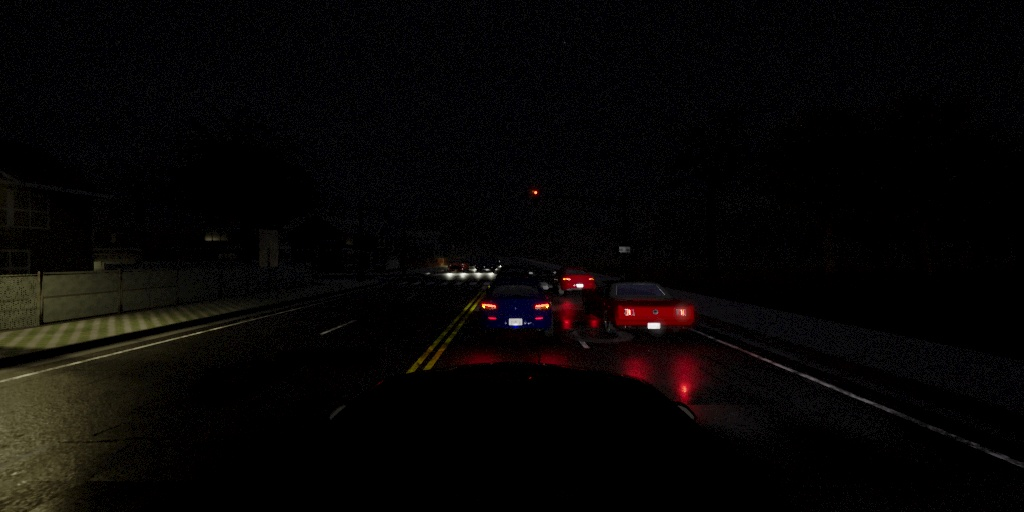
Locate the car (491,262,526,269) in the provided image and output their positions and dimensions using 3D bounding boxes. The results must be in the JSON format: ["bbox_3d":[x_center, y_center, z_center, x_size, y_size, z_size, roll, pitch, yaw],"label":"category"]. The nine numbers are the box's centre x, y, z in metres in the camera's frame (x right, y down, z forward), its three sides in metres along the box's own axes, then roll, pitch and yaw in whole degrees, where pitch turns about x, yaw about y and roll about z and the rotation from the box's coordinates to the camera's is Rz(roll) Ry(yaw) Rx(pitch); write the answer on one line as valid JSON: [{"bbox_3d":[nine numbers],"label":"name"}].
[{"bbox_3d":[0.071,1.254,19.404,1.837,1.490,4.892,0,0,0],"label":"car"}]

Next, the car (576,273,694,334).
[{"bbox_3d":[3.342,1.351,10.623,1.895,1.301,4.718,0,0,0],"label":"car"}]

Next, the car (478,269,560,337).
[{"bbox_3d":[0.089,1.275,10.143,1.812,1.442,4.674,0,0,0],"label":"car"}]

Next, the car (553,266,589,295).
[{"bbox_3d":[3.324,1.275,19.731,1.812,1.442,4.674,0,0,0],"label":"car"}]

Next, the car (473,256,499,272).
[{"bbox_3d":[-3.300,0.961,46.111,2.150,2.045,5.566,0,0,1],"label":"car"}]

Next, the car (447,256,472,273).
[{"bbox_3d":[-6.562,1.093,43.992,2.097,1.767,4.553,0,0,0],"label":"car"}]

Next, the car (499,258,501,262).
[{"bbox_3d":[-3.292,1.275,57.850,2.033,1.411,5.357,0,0,0],"label":"car"}]
